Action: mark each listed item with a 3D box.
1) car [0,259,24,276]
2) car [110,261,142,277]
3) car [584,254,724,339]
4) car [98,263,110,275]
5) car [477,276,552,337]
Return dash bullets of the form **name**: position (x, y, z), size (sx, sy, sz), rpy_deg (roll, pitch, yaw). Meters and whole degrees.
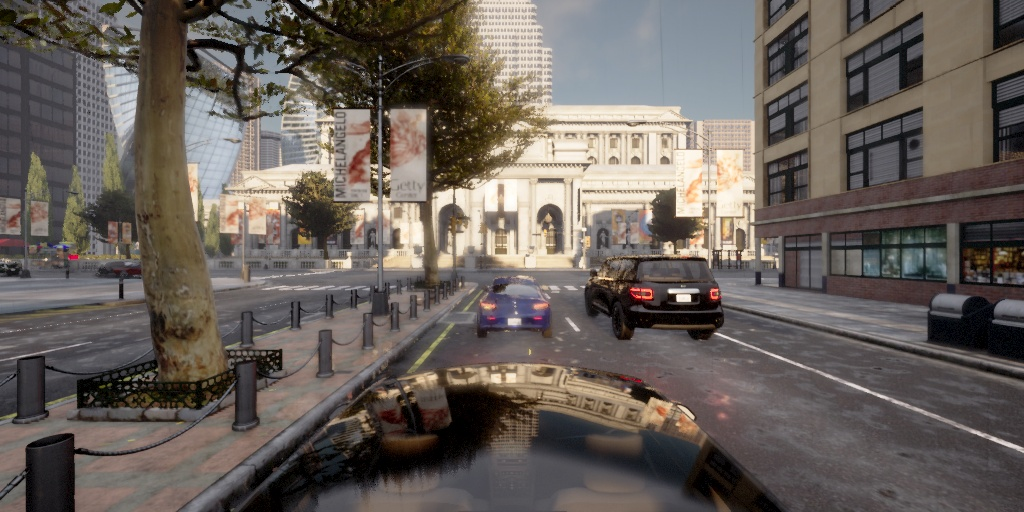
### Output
- **car**: position (-50.513, 0.971, 34.045), size (5.566, 2.045, 2.150), rpy_deg (0, 0, -7)
- **car**: position (-34.756, 1.351, 34.220), size (4.718, 1.301, 1.895), rpy_deg (0, 0, 0)
- **car**: position (3.582, 0.971, 10.160), size (2.150, 2.045, 5.566), rpy_deg (0, 0, 0)
- **car**: position (-40.560, 1.275, 37.702), size (4.674, 1.442, 1.812), rpy_deg (0, 0, -1)
- **car**: position (0.076, 1.276, 10.150), size (1.812, 1.442, 4.674), rpy_deg (0, 0, 0)
